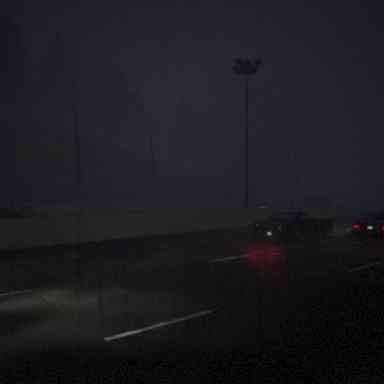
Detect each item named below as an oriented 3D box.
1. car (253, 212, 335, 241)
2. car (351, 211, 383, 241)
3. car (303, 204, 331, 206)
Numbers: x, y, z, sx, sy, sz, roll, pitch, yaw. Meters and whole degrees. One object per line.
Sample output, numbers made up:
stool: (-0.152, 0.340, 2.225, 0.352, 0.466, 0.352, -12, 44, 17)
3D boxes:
car: (5.317, 1.654, 16.947, 4.718, 1.301, 1.895, 0, 0, -40)
car: (9.580, 1.602, 15.976, 5.357, 1.411, 2.033, 0, 0, -41)
car: (15.568, 1.354, 41.578, 2.150, 2.045, 5.566, 0, 0, 43)
